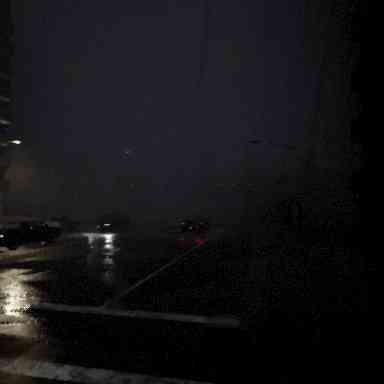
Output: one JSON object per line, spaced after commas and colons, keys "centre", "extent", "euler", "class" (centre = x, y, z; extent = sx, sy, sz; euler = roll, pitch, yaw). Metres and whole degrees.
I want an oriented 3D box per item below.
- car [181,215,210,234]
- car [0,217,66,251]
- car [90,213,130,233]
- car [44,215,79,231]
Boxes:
{"centre": [0.345, 2.658, 27.768], "extent": [1.812, 1.442, 4.674], "euler": [0, -2, 11], "class": "car"}
{"centre": [-8.969, 2.184, 17.443], "extent": [1.895, 1.301, 4.718], "euler": [0, -2, 11], "class": "car"}
{"centre": [-6.789, 2.551, 28.206], "extent": [1.837, 1.490, 4.892], "euler": [0, -2, 12], "class": "car"}
{"centre": [-10.826, 2.497, 25.927], "extent": [1.895, 1.301, 4.718], "euler": [0, -2, 12], "class": "car"}
